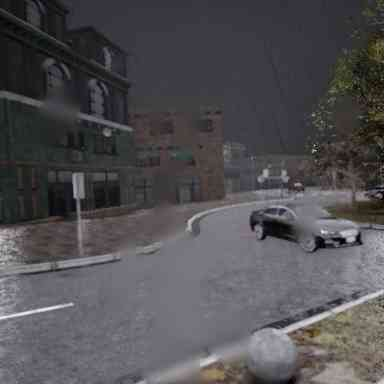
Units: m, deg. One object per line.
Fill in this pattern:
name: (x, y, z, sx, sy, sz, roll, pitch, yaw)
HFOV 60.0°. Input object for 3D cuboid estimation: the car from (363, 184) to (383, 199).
car: (19.420, -0.141, 32.498, 4.902, 1.511, 2.128, -2, 2, 7)

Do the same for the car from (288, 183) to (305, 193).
car: (17.418, -0.727, 55.650, 1.882, 1.535, 5.008, -2, 1, 4)

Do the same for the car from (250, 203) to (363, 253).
car: (4.077, 1.203, 12.748, 2.128, 1.511, 4.902, -3, 2, -22)
